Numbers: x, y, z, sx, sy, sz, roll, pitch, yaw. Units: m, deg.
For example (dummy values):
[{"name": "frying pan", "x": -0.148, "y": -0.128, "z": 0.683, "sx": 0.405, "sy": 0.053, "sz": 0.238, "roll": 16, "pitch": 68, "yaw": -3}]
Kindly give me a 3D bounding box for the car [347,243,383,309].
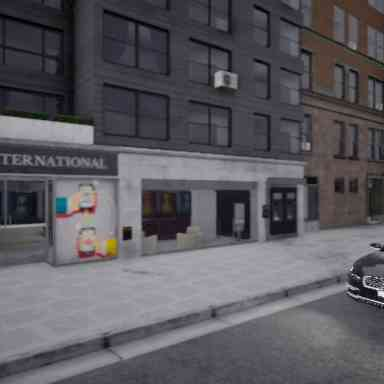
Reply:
[{"name": "car", "x": 5.233, "y": 1.506, "z": 7.024, "sx": 4.892, "sy": 1.490, "sz": 1.837, "roll": 1, "pitch": 0, "yaw": -35}]
